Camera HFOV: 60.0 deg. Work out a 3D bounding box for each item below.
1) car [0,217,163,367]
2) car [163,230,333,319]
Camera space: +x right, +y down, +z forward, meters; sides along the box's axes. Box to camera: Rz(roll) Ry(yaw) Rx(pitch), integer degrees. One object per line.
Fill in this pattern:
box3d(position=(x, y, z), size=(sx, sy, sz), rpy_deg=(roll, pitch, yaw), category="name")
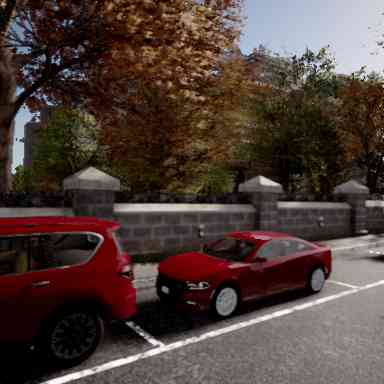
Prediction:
box3d(position=(-3.153, 1.313, 4.290), size=(5.009, 1.841, 2.192), rpy_deg=(1, 1, -35), category="car")
box3d(position=(1.340, 1.596, 7.500), size=(4.507, 1.381, 1.887), rpy_deg=(1, 1, -35), category="car")
